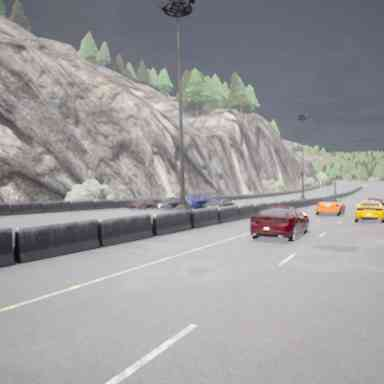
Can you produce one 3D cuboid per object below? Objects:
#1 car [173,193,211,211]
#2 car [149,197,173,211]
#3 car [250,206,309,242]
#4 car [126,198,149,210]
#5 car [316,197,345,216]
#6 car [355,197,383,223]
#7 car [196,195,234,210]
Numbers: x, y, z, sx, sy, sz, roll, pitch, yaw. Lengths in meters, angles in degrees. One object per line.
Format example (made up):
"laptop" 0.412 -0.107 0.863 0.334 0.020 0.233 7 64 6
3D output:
"car" 0.555 1.132 38.110 2.150 2.045 5.566 0 0 30
"car" -2.495 1.400 39.820 2.128 1.511 4.902 0 0 30
"car" 4.459 1.434 16.514 1.882 1.535 5.008 0 0 30
"car" -6.102 1.475 40.579 1.994 1.385 4.181 0 0 30
"car" 13.323 1.265 31.837 2.097 1.767 4.553 0 0 30
"car" 13.614 1.404 25.347 1.882 1.535 5.008 0 1 30
"car" 2.774 1.406 34.953 2.128 1.511 4.902 0 0 30
